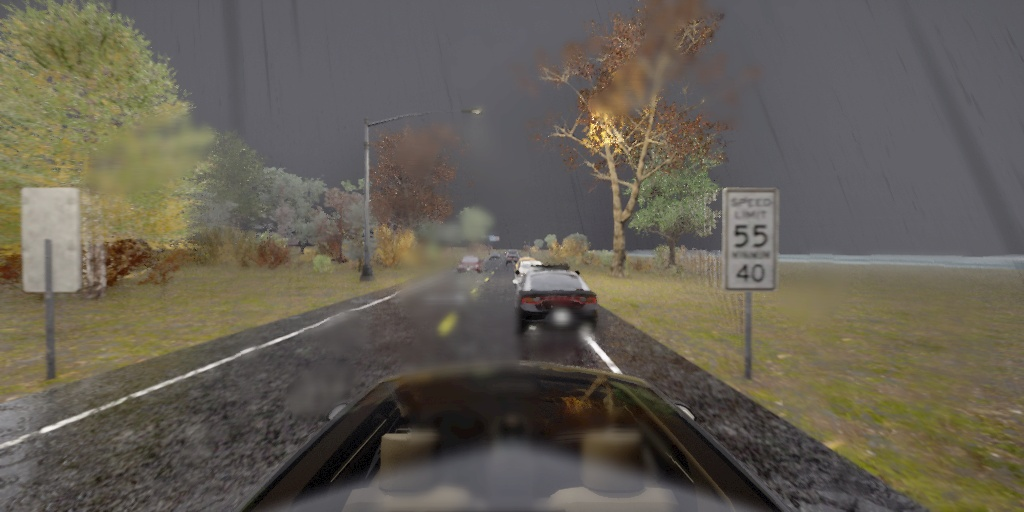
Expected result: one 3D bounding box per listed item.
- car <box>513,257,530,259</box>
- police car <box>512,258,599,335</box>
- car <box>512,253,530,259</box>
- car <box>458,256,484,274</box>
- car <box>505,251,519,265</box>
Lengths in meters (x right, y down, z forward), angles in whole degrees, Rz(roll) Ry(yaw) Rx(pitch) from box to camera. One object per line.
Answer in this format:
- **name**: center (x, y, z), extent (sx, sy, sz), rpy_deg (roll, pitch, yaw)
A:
- **car**: center (1.058, 0.970, 20.026), extent (1.812, 1.442, 4.674), rpy_deg (0, 1, 0)
- **police car**: center (1.049, 1.035, 10.141), extent (1.930, 1.638, 5.238), rpy_deg (0, 1, 0)
- **car**: center (1.072, 0.795, 26.213), extent (1.801, 1.575, 5.366), rpy_deg (0, 1, 0)
- **car**: center (-3.553, 0.773, 31.649), extent (1.812, 1.442, 4.674), rpy_deg (0, 1, 0)
- **car**: center (0.102, 0.454, 49.118), extent (1.837, 1.490, 4.892), rpy_deg (0, 1, 1)
